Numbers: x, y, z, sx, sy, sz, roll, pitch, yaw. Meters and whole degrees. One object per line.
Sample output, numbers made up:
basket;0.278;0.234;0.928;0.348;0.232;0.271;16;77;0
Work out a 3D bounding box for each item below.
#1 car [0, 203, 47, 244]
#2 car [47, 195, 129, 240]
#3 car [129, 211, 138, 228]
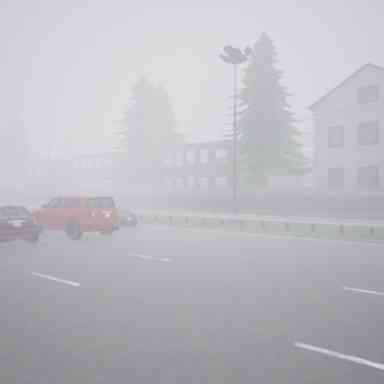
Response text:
car;-8.671;1.313;14.461;4.553;1.767;2.097;0;0;36
car;-6.078;1.184;16.909;5.566;2.045;2.150;0;0;36
car;-5.336;1.524;20.683;4.181;1.385;1.994;0;0;36
